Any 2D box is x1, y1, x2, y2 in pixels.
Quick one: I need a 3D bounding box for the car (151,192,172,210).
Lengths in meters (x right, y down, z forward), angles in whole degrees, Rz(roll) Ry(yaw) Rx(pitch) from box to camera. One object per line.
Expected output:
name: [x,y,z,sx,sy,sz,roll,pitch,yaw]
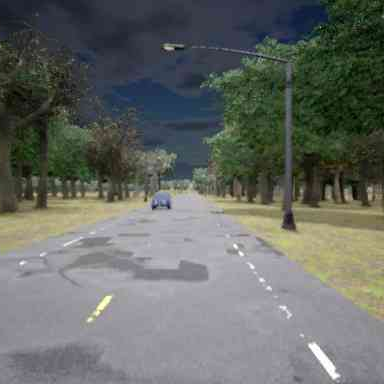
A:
car: [-3.585,1.042,39.928,2.150,2.045,5.566,0,0,0]
